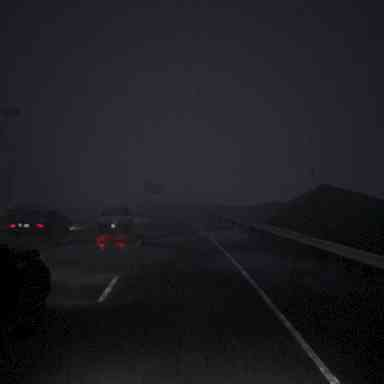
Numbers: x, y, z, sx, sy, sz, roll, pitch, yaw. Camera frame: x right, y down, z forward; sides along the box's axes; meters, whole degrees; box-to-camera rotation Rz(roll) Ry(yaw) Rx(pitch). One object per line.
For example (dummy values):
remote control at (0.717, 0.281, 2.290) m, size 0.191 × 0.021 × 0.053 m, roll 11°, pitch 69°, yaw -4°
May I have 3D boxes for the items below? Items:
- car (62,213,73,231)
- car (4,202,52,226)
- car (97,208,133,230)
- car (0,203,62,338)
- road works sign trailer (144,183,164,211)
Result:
car at (-7.941, 1.616, 17.908) m, size 2.033 × 1.411 × 5.357 m, roll 0°, pitch 0°, yaw -6°
car at (-12.469, 1.579, 25.703) m, size 1.882 × 1.535 × 5.008 m, roll 0°, pitch 0°, yaw -8°
car at (-4.832, 1.674, 21.510) m, size 1.895 × 1.301 × 4.718 m, roll 0°, pitch 0°, yaw -7°
car at (-3.531, 1.239, 3.525) m, size 2.150 × 2.045 × 5.566 m, roll 0°, pitch 0°, yaw -1°
road works sign trailer at (-4.937, 0.601, 42.634) m, size 2.380 × 3.560 × 2.880 m, roll 0°, pitch 0°, yaw -14°
